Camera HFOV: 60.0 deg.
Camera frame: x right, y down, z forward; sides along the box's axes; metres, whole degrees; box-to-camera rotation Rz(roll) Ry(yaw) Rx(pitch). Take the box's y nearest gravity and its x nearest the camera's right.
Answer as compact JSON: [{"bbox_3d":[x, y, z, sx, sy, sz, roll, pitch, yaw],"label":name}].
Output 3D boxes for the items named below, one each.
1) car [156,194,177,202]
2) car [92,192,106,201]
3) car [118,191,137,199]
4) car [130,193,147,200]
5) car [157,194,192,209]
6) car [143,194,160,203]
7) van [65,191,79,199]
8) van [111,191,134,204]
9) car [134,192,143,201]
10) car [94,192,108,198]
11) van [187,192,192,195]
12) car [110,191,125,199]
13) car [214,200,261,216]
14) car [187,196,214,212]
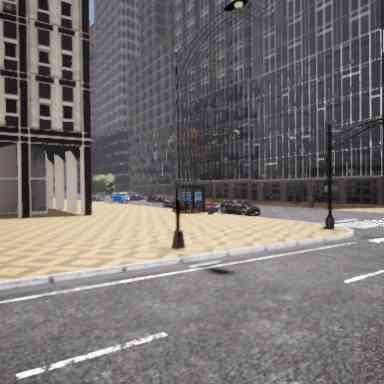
[{"bbox_3d":[-4.610,1.044,58.886,1.802,1.307,4.206,-1,1,-34],"label":"car"},{"bbox_3d":[-17.943,1.040,63.545,2.008,1.369,4.403,0,1,-34],"label":"car"},{"bbox_3d":[-14.230,0.615,72.961,2.192,1.841,5.009,0,1,-34],"label":"car"},{"bbox_3d":[-11.023,0.936,68.272,1.802,1.307,4.206,0,1,-34],"label":"car"},{"bbox_3d":[-1.954,1.321,40.053,1.947,1.339,4.313,-1,1,-34],"label":"car"},{"bbox_3d":[-6.062,1.079,56.411,1.994,1.385,4.181,-1,1,-35],"label":"car"},{"bbox_3d":[-27.562,0.668,77.620,1.690,1.788,3.998,0,1,-34],"label":"van"},{"bbox_3d":[-11.529,0.938,54.157,1.690,1.788,3.998,0,1,-34],"label":"van"},{"bbox_3d":[-11.625,0.774,64.543,2.097,1.767,4.553,-1,1,-34],"label":"car"},{"bbox_3d":[-23.850,0.688,87.041,2.008,1.369,4.403,0,1,-34],"label":"car"},{"bbox_3d":[-1.404,0.856,54.191,1.690,1.788,3.998,-1,1,-34],"label":"van"},{"bbox_3d":[-17.437,0.686,77.655,1.967,1.590,4.097,0,1,-34],"label":"car"},{"bbox_3d":[4.397,1.426,30.624,1.947,1.339,4.313,-1,1,-34],"label":"car"},{"bbox_3d":[1.204,1.390,35.328,1.802,1.307,4.206,-1,1,-34],"label":"car"}]
